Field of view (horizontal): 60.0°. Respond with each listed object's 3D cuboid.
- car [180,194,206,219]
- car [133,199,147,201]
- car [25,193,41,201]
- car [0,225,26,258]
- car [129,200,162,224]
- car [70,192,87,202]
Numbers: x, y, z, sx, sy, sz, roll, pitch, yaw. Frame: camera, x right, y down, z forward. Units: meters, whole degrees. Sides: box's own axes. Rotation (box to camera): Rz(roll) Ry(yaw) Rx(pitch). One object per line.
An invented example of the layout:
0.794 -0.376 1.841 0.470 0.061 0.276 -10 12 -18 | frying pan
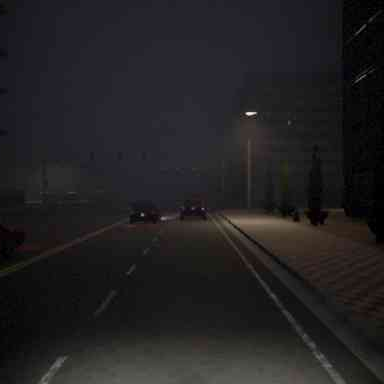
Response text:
0.095 1.347 28.642 2.097 1.767 4.553 0 0 0 | car
-6.582 1.525 43.031 1.994 1.385 4.181 0 0 -29 | car
-36.045 1.380 73.819 1.970 1.475 3.806 0 0 0 | car
-7.068 1.599 10.048 1.895 1.301 4.718 0 0 0 | car
-3.404 1.558 24.936 1.994 1.385 4.181 0 0 0 | car
-30.227 1.376 88.902 1.970 1.475 3.806 0 0 0 | car
